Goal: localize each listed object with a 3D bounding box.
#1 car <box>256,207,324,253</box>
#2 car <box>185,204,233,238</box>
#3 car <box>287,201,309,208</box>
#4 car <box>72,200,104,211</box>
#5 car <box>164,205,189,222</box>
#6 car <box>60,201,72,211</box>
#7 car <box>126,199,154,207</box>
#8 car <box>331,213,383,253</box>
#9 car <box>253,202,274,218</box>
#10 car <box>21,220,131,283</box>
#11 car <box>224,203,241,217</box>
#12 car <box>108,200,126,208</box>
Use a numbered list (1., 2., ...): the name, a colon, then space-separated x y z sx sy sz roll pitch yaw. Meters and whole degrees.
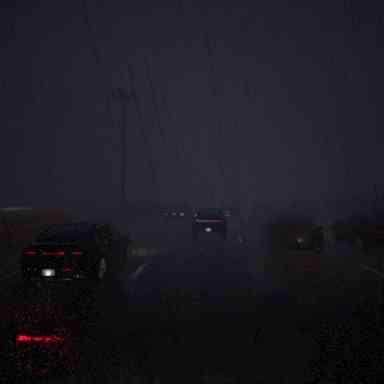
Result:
1. car: 4.159 1.628 14.485 1.882 1.535 5.008 0 -1 5
2. car: 1.093 1.688 18.957 2.128 1.511 4.902 0 -1 6
3. car: 10.954 1.708 34.447 2.097 1.767 4.553 0 -1 13
4. car: -14.589 2.002 47.918 1.837 1.490 4.892 0 -1 17
5. car: -0.969 1.849 29.102 2.033 1.411 5.357 0 -1 11
6. car: -17.639 2.021 49.969 1.837 1.490 4.892 0 0 17
7. car: -7.130 1.851 48.395 2.097 1.767 4.553 0 0 18
8. car: 7.663 1.628 14.480 1.882 1.535 5.008 0 -1 5
9. car: 7.433 1.865 34.802 1.837 1.490 4.892 0 -1 13
10. car: -3.148 1.609 9.982 1.837 1.490 4.892 0 -1 3
11. car: 4.070 1.896 35.777 1.812 1.442 4.674 0 -1 13
12. car: -10.575 1.986 49.137 1.882 1.535 5.008 0 -1 17
